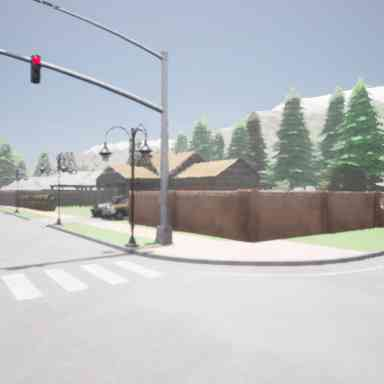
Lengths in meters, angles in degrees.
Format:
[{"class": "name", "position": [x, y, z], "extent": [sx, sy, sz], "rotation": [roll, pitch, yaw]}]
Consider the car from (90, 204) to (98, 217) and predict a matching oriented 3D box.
[{"class": "car", "position": [-6.628, 1.262, 28.650], "extent": [3.866, 1.878, 1.905], "rotation": [0, 0, -37]}]

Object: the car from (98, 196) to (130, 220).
[{"class": "car", "position": [-4.810, 1.258, 26.870], "extent": [4.605, 1.855, 1.932], "rotation": [0, 0, -37]}]
